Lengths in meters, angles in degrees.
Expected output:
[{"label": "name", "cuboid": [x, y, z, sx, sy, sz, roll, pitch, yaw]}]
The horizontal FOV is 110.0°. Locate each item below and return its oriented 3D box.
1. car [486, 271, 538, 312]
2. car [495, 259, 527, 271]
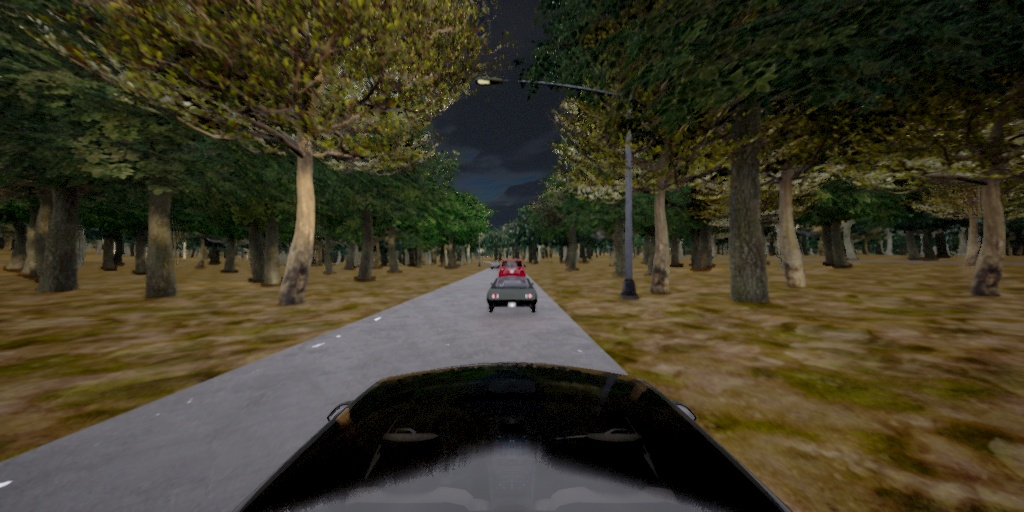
[{"label": "car", "cuboid": [0.016, 1.499, 15.118, 1.895, 1.301, 4.718, 0, -1, 0]}, {"label": "car", "cuboid": [0.008, 1.278, 29.441, 2.150, 2.045, 5.566, 0, 0, 0]}]
